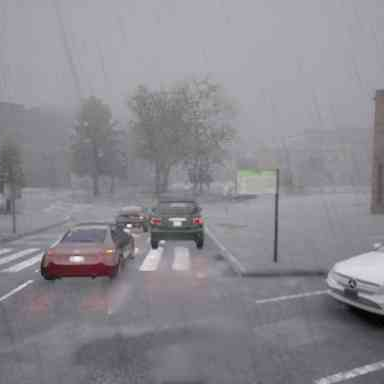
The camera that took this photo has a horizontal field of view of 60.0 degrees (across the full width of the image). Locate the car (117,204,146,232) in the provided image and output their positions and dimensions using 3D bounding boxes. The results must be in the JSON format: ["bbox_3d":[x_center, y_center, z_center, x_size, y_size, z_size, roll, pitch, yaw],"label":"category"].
[{"bbox_3d":[-3.447,1.506,20.188,1.837,1.490,4.892,0,1,-2],"label":"car"}]

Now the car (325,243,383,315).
[{"bbox_3d":[4.887,1.525,6.652,4.674,1.452,2.002,1,0,-23],"label":"car"}]

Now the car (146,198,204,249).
[{"bbox_3d":[-0.687,1.276,15.138,2.150,2.045,5.566,0,0,-3],"label":"car"}]

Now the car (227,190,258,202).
[{"bbox_3d":[6.152,0.360,40.647,4.674,1.442,1.812,-4,6,-41],"label":"car"}]

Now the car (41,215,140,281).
[{"bbox_3d":[-2.906,1.616,10.094,1.994,1.385,4.181,0,0,-3],"label":"car"}]

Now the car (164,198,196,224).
[{"bbox_3d":[-0.804,1.360,24.976,1.837,1.490,4.892,0,2,4],"label":"car"}]
